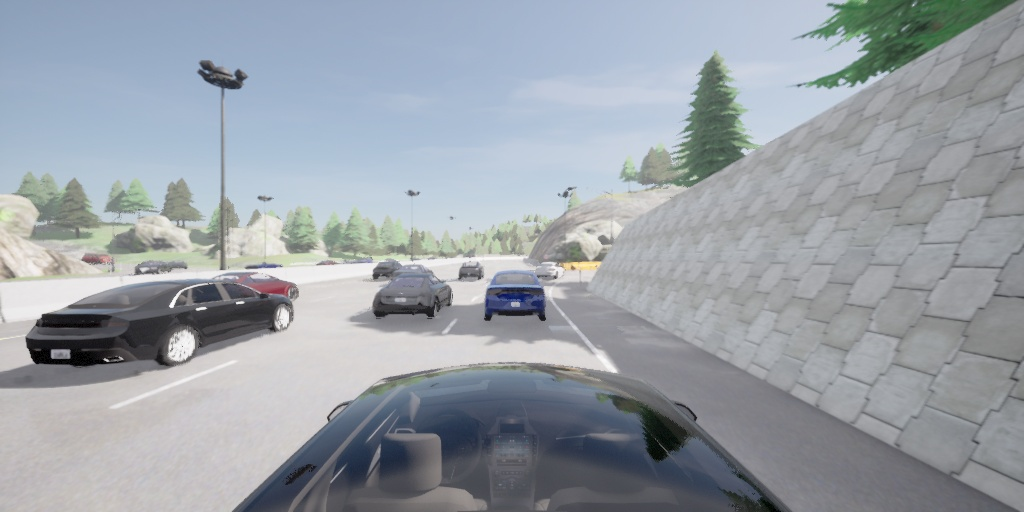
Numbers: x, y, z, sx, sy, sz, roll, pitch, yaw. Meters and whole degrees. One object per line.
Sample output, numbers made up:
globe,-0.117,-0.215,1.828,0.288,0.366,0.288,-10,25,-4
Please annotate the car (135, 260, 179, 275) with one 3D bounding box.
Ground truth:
car,-38.183,1.218,38.293,2.128,1.511,4.902,0,1,-27

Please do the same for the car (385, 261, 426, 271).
car,-6.906,1.285,25.436,2.033,1.411,5.357,0,0,0

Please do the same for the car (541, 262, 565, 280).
car,3.365,1.259,31.513,1.812,1.442,4.674,0,0,19

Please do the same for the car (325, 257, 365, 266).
car,-21.089,1.220,45.539,2.128,1.511,4.902,0,0,0

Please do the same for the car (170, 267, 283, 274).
car,-10.402,1.307,14.125,1.994,1.385,4.181,0,0,0

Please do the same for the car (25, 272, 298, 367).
car,-6.902,1.252,7.905,1.837,1.490,4.892,0,0,0

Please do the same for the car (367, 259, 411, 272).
car,-10.407,1.239,30.905,1.837,1.490,4.892,0,0,0

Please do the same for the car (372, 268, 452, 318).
car,-3.402,1.308,12.937,1.994,1.385,4.181,0,0,0

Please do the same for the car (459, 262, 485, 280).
car,-3.407,1.226,30.796,2.128,1.511,4.902,0,0,0

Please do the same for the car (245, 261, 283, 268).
car,-31.575,1.328,45.806,1.895,1.301,4.718,0,0,0

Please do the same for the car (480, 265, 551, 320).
car,0.099,1.222,12.669,1.882,1.535,5.008,0,0,0
